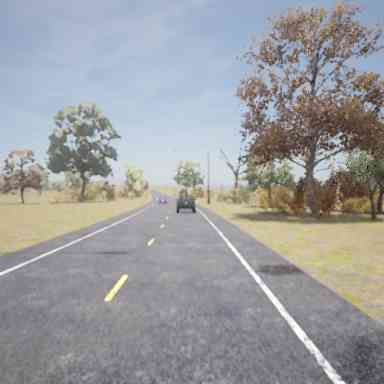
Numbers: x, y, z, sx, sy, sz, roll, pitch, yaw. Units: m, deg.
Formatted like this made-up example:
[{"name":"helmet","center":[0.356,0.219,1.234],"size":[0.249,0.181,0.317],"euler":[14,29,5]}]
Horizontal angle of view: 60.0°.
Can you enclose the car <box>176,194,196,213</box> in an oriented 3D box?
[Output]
[{"name":"car","center":[-0.697,1.300,38.590],"size":[2.150,2.045,5.566],"euler":[0,0,-1]}]

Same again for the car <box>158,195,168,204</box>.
[{"name":"car","center":[-5.794,1.617,66.590],"size":[2.128,1.511,4.902],"euler":[0,0,-4]}]

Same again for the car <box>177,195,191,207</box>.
[{"name":"car","center":[-1.355,1.446,52.750],"size":[2.097,1.767,4.553],"euler":[0,0,-3]}]
